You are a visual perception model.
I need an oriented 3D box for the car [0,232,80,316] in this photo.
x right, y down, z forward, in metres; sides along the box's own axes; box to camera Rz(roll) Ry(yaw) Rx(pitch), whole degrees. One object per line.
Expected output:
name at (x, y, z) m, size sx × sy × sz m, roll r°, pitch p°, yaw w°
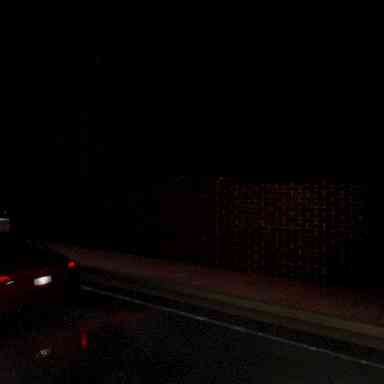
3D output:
car at (-4.324, 1.563, 7.093) m, size 4.181 × 1.385 × 1.994 m, roll 0°, pitch 0°, yaw 34°

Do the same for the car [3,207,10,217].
car at (-14.227, 1.470, 29.698) m, size 1.812 × 1.442 × 4.674 m, roll 0°, pitch 0°, yaw 35°
